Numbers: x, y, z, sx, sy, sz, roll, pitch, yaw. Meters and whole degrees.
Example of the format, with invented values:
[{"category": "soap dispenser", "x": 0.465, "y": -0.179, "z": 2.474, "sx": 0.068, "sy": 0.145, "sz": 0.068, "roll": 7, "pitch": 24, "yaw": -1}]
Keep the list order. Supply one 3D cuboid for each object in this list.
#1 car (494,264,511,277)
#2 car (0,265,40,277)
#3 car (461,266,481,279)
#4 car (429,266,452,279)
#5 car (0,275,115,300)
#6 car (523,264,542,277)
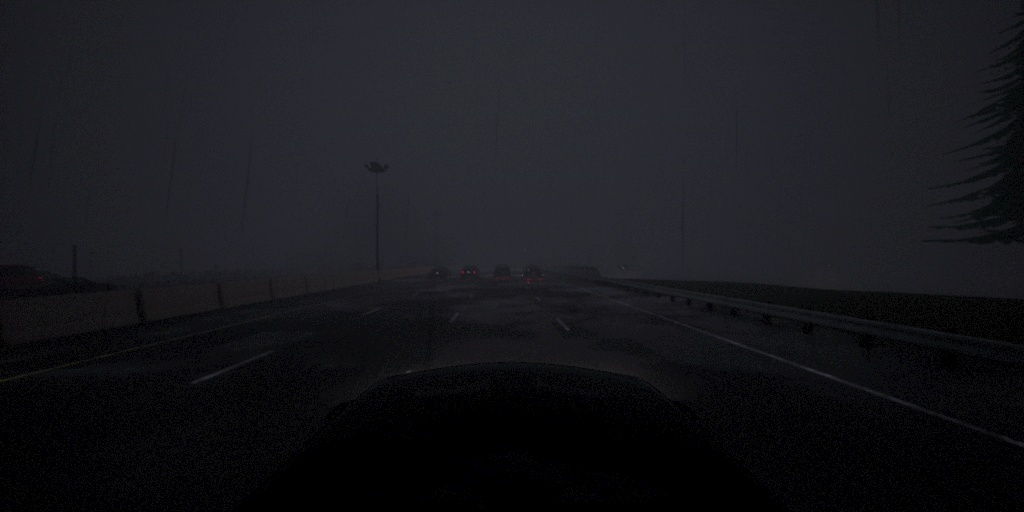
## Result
[{"category": "car", "x": -1.142, "y": 1.695, "z": 42.530, "sx": 1.882, "sy": 1.535, "sz": 5.008, "roll": -1, "pitch": 0, "yaw": -1}, {"category": "car", "x": -28.554, "y": 1.505, "z": 18.693, "sx": 2.150, "sy": 2.045, "sz": 5.566, "roll": -1, "pitch": 0, "yaw": -2}, {"category": "car", "x": -4.583, "y": 1.777, "z": 39.902, "sx": 2.033, "sy": 1.411, "sz": 5.357, "roll": -1, "pitch": -1, "yaw": -1}, {"category": "car", "x": -8.098, "y": 1.846, "z": 40.677, "sx": 1.994, "sy": 1.385, "sz": 4.181, "roll": -1, "pitch": -1, "yaw": -1}, {"category": "car", "x": -25.073, "y": 1.854, "z": 19.585, "sx": 1.895, "sy": 1.301, "sz": 4.718, "roll": -1, "pitch": -1, "yaw": -2}, {"category": "car", "x": 2.364, "y": 1.698, "z": 42.347, "sx": 1.812, "sy": 1.442, "sz": 4.674, "roll": -1, "pitch": 0, "yaw": -1}]
